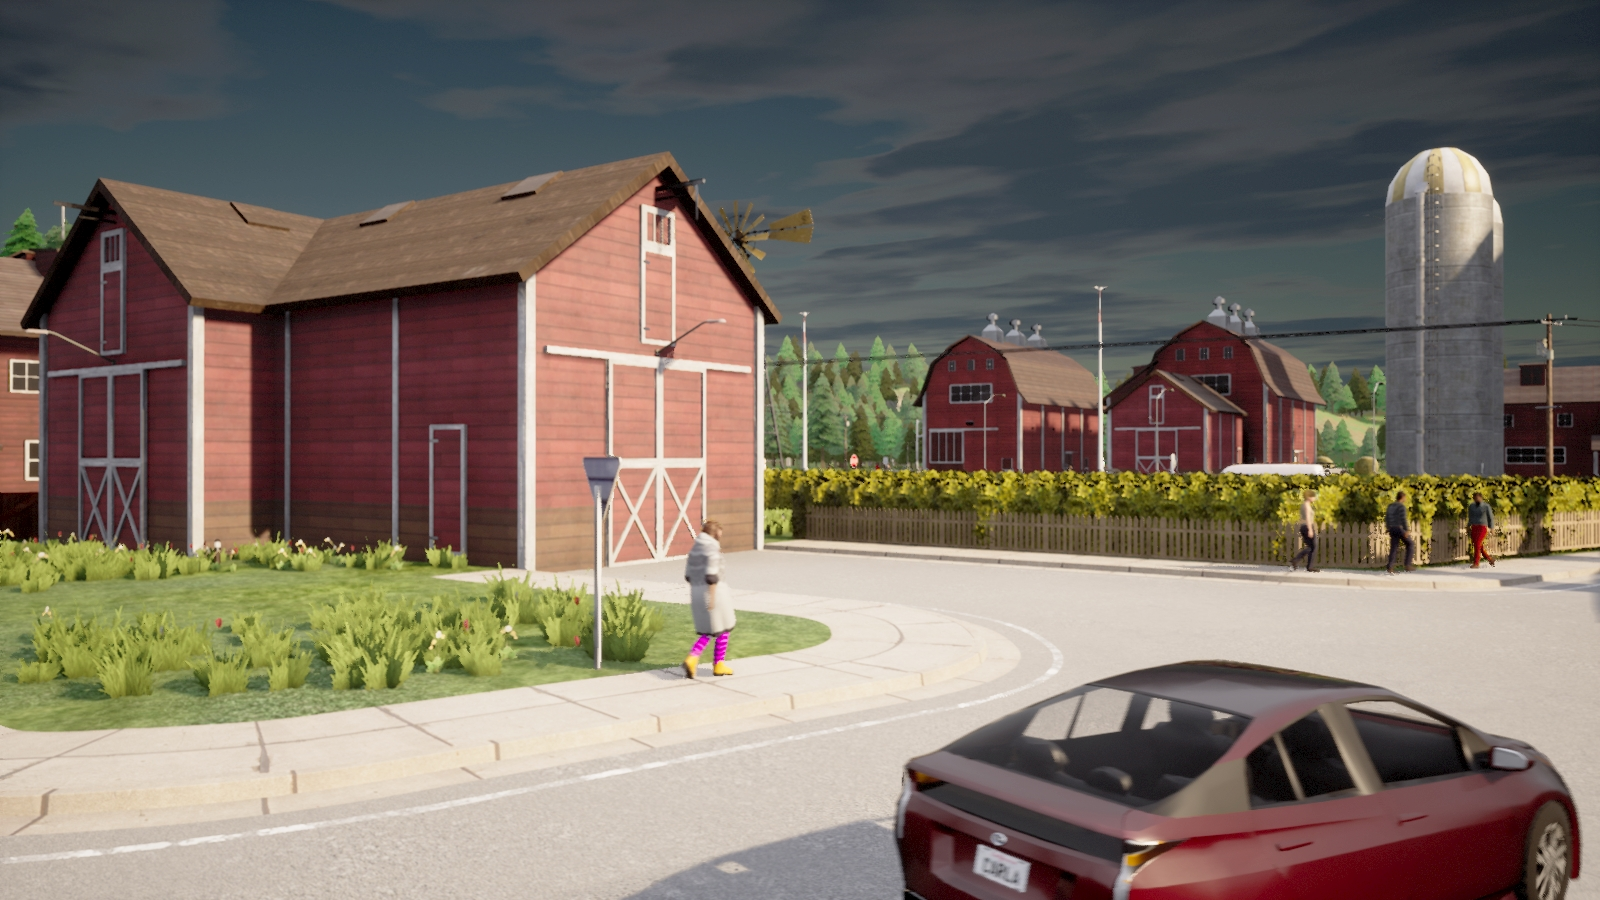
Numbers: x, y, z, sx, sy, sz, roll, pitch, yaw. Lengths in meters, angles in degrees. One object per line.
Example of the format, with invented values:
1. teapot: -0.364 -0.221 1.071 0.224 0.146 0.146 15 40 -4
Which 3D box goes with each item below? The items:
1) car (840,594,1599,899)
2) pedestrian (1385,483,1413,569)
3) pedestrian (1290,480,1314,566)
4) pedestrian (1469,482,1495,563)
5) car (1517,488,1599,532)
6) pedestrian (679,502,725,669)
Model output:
1. car: 2.619 1.851 6.473 4.514 1.525 2.007 0 0 -37
2. pedestrian: 13.030 1.643 24.864 0.375 1.860 0.375 0 0 -14
3. pedestrian: 10.967 1.588 24.953 0.375 1.860 0.375 0 0 6
4. pedestrian: 15.840 1.676 26.528 0.375 1.860 0.375 0 0 -27
5. car: 29.930 2.256 43.063 4.902 1.511 2.128 0 0 33
6. pedestrian: -1.128 1.535 13.098 0.375 1.860 0.375 0 0 -42
